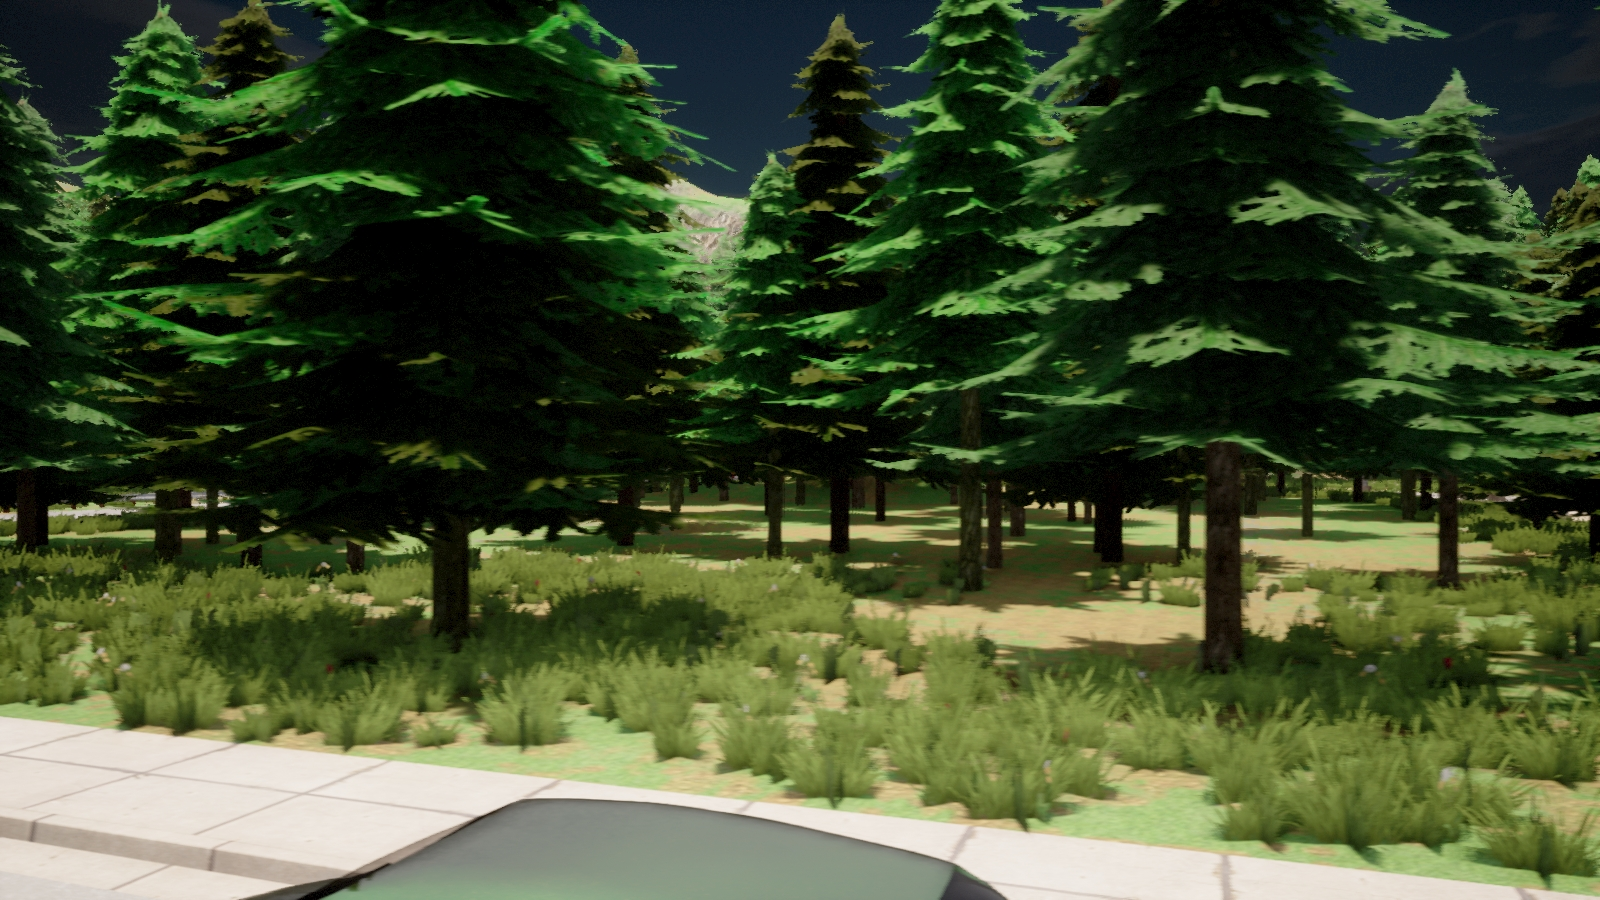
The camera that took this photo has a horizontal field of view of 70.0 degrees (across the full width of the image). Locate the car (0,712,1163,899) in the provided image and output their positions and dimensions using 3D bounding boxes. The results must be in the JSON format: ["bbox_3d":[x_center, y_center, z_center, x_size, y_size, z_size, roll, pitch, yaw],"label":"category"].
[{"bbox_3d":[-0.972,2.000,3.643,3.988,1.617,1.851,0,0,20],"label":"car"}]
